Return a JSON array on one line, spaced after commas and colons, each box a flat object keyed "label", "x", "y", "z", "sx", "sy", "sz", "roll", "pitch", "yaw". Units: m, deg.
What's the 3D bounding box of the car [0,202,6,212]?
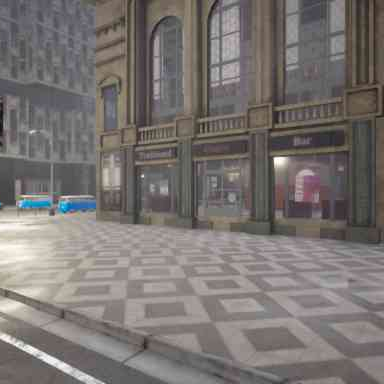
[{"label": "car", "x": -21.822, "y": 1.513, "z": 34.550, "sx": 2.008, "sy": 1.369, "sz": 4.403, "roll": 0, "pitch": 0, "yaw": 36}]

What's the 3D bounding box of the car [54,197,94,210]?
[{"label": "car", "x": -15.375, "y": 1.466, "z": 43.544, "sx": 1.752, "sy": 1.417, "sz": 4.829, "roll": 0, "pitch": 0, "yaw": 36}]

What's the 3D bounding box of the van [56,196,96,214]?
[{"label": "van", "x": -11.619, "y": 1.282, "z": 34.150, "sx": 1.690, "sy": 1.788, "sz": 3.998, "roll": 0, "pitch": 0, "yaw": 36}]

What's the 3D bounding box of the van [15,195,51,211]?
[{"label": "van", "x": -18.549, "y": 1.292, "z": 39.116, "sx": 1.690, "sy": 1.788, "sz": 3.998, "roll": 0, "pitch": 0, "yaw": 36}]
